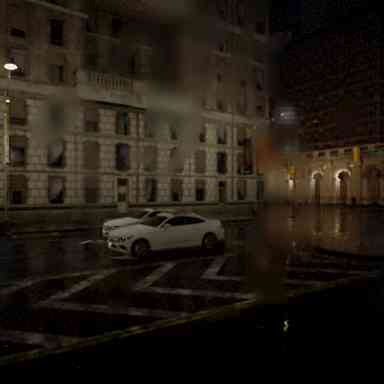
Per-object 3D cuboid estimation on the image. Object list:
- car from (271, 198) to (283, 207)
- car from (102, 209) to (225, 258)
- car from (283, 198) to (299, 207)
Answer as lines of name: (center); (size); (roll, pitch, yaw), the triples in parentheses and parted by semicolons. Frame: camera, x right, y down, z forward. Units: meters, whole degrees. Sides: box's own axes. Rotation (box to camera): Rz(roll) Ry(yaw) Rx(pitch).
car: (10.933, 1.605, 50.411); (1.895, 1.301, 4.718); (0, 0, -32)
car: (-0.877, 1.527, 12.815); (4.674, 1.442, 1.812); (0, 0, -32)
car: (14.474, 1.569, 51.369); (1.994, 1.385, 4.181); (0, 0, -32)
